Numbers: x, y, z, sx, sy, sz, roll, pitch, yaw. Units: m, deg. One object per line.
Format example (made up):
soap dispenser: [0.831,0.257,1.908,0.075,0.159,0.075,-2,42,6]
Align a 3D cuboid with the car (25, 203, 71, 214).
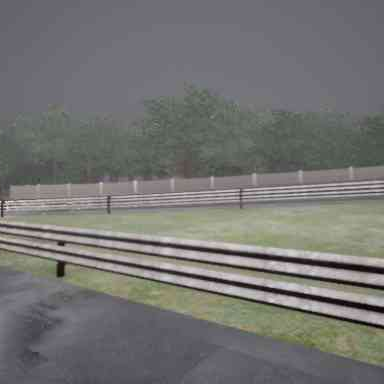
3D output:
car: [-14.730,1.506,34.106,4.718,1.301,1.895,-2,-1,16]
